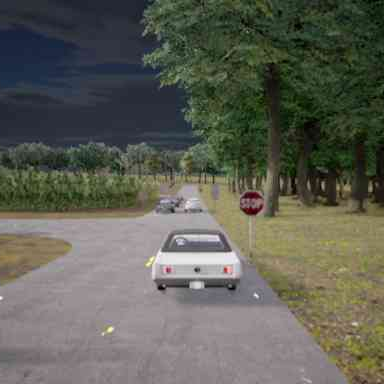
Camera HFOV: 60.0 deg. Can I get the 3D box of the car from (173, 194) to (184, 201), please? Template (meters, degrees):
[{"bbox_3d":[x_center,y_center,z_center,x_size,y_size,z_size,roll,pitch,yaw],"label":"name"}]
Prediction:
[{"bbox_3d":[-2.739,1.057,66.696,1.994,1.385,4.181,0,1,1],"label":"car"}]

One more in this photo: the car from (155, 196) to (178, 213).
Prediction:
[{"bbox_3d":[-2.829,1.514,36.563,1.812,1.442,4.674,0,1,0],"label":"car"}]

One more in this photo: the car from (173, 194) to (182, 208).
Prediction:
[{"bbox_3d":[-2.820,1.424,46.538,1.994,1.385,4.181,0,1,0],"label":"car"}]

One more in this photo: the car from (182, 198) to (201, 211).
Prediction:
[{"bbox_3d":[0.119,1.483,39.503,1.812,1.442,4.674,0,1,0],"label":"car"}]

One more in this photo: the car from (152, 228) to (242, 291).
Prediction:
[{"bbox_3d":[0.106,1.642,9.088,1.895,1.301,4.718,0,0,0],"label":"car"}]
